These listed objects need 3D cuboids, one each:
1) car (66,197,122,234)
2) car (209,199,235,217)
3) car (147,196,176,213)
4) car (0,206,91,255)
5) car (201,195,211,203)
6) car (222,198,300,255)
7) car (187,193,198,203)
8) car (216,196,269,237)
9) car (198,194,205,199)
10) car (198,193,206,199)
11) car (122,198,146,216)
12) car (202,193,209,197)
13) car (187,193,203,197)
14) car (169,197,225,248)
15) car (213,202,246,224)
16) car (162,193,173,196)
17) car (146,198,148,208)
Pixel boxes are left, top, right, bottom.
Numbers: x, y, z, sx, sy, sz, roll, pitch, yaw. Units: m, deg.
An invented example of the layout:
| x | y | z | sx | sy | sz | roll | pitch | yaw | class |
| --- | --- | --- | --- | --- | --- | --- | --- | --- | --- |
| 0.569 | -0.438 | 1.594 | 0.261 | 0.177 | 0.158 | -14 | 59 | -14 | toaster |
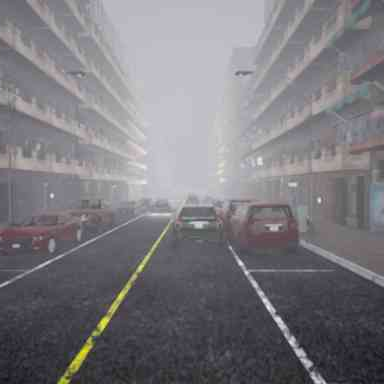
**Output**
| x | y | z | sx | sy | sz | roll | pitch | yaw | class |
| --- | --- | --- | --- | --- | --- | --- | --- | --- | --- |
| -5.705 | 1.235 | 18.684 | 2.192 | 1.841 | 5.009 | -1 | 0 | 0 | car |
| 2.647 | 1.413 | 30.074 | 1.887 | 1.381 | 4.507 | -1 | 0 | 0 | car |
| -3.085 | 1.412 | 34.380 | 1.994 | 1.385 | 4.181 | 0 | 0 | 0 | car |
| -5.702 | 1.490 | 13.022 | 1.887 | 1.381 | 4.507 | -1 | 0 | 0 | car |
| 2.683 | 1.283 | 64.060 | 1.802 | 1.307 | 4.206 | -1 | 0 | 0 | car |
| 2.641 | 1.260 | 13.079 | 2.192 | 1.841 | 5.009 | -1 | 0 | 0 | car |
| 0.105 | 1.062 | 62.365 | 2.097 | 1.767 | 4.553 | 0 | 0 | 0 | car |
| 2.642 | 1.235 | 18.744 | 2.192 | 1.841 | 5.009 | -1 | 0 | 0 | car |
| 2.685 | 1.125 | 92.383 | 1.802 | 1.307 | 4.206 | -1 | 0 | 0 | car |
| 2.682 | 1.016 | 86.718 | 1.967 | 1.590 | 4.097 | -1 | 0 | 0 | car |
| -5.701 | 1.413 | 30.014 | 1.887 | 1.381 | 4.507 | -1 | 0 | 0 | car |
| 2.683 | 1.324 | 52.731 | 1.947 | 1.339 | 4.313 | -1 | 0 | 0 | car |
| 0.103 | 1.309 | 43.289 | 1.837 | 1.490 | 4.892 | 0 | 0 | 0 | car |
| 0.186 | 1.289 | 14.646 | 2.097 | 1.767 | 4.553 | 0 | 0 | -2 | car |
| 2.647 | 1.460 | 24.409 | 1.947 | 1.339 | 4.313 | -1 | 0 | 0 | car |
| -5.698 | 1.223 | 69.669 | 2.008 | 1.369 | 4.403 | -1 | 0 | 0 | car |
| -5.699 | 1.380 | 41.345 | 1.947 | 1.339 | 4.313 | -1 | 0 | 0 | car |
